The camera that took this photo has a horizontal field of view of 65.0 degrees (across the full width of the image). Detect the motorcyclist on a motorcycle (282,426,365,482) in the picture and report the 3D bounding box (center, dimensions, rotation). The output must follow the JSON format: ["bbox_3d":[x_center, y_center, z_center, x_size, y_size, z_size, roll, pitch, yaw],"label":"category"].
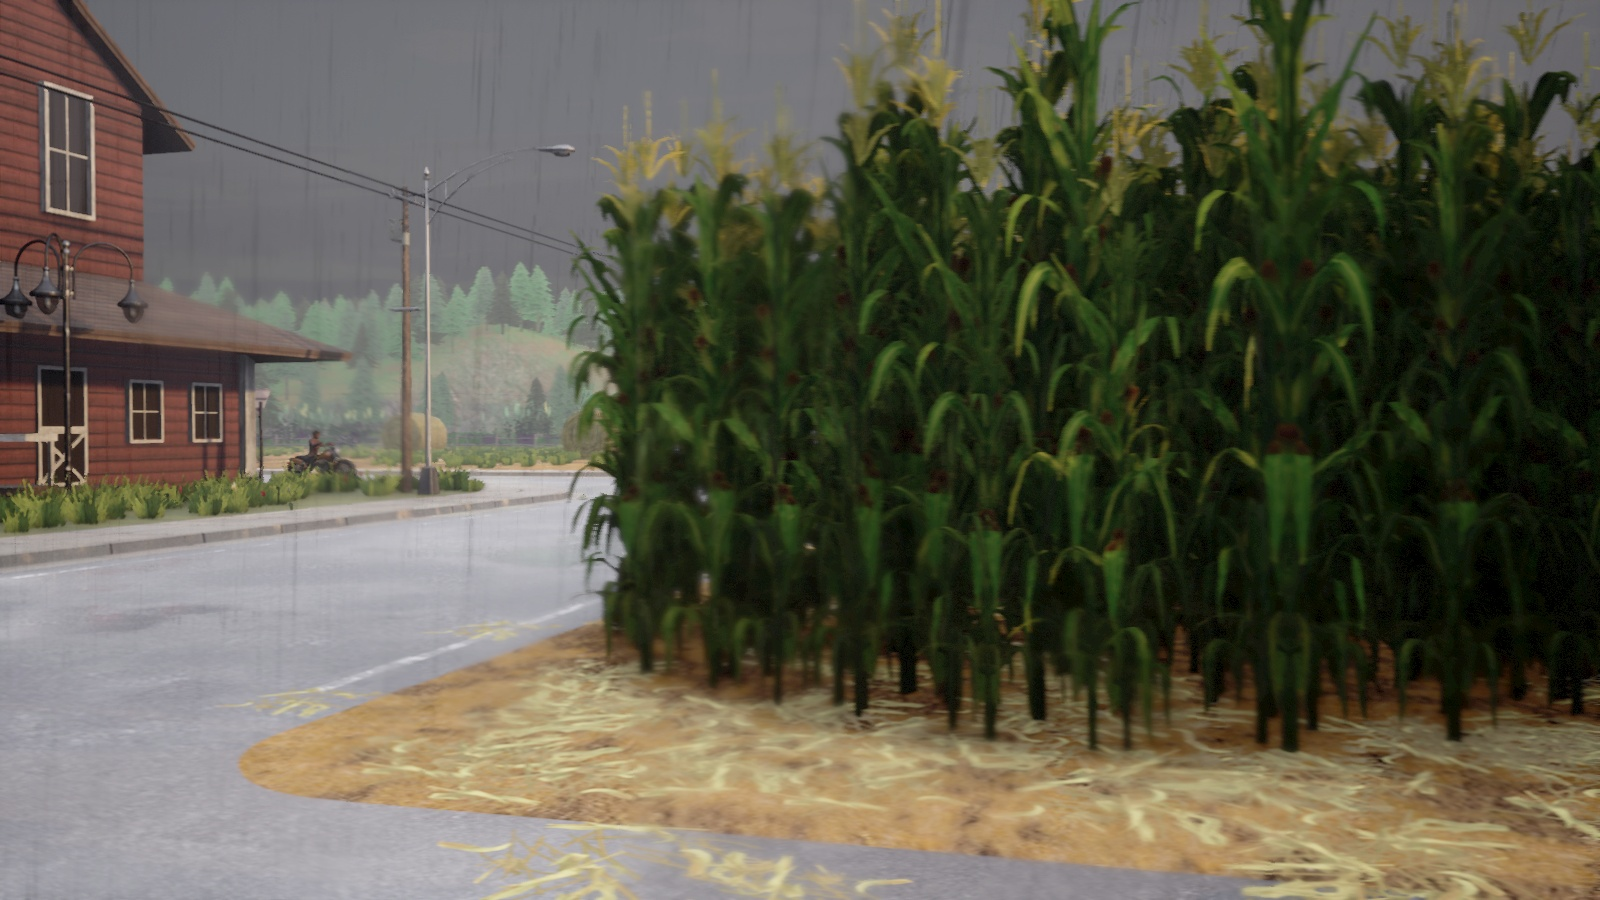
[{"bbox_3d":[-14.514,0.103,38.236,2.350,1.649,0.766,1,1,14],"label":"motorcyclist on a motorcycle"}]
